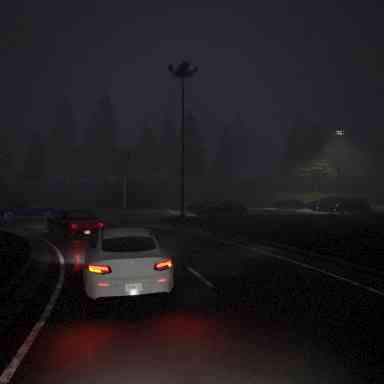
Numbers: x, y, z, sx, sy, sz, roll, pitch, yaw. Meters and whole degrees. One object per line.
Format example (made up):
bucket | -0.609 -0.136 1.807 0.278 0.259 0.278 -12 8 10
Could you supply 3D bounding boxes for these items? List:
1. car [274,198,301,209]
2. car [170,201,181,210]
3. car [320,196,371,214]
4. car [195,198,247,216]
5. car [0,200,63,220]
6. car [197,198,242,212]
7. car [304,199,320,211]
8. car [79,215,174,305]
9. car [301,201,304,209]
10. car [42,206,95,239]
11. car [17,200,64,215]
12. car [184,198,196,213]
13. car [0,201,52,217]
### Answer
car | 13.290 1.564 45.383 4.181 1.385 1.994 0 0 -14
car | -0.259 1.477 42.089 5.008 1.535 1.882 0 0 -14
car | 16.493 1.352 35.355 4.553 1.767 2.097 0 0 -14
car | 3.026 1.525 32.086 4.674 1.442 1.812 0 0 -14
car | -13.499 1.601 28.065 4.718 1.301 1.895 0 0 -14
car | 3.223 1.492 39.334 4.902 1.511 2.128 0 0 -14
car | 15.980 1.353 38.832 4.553 1.767 2.097 0 0 -14
car | -1.664 1.526 8.124 1.812 1.442 4.674 0 0 -16
car | 16.729 1.563 42.616 4.181 1.385 1.994 0 0 -14
car | -6.180 1.601 17.414 1.895 1.301 4.718 0 0 -35
car | -15.692 1.564 34.736 4.181 1.385 1.994 0 0 -14
car | 2.088 1.477 35.456 5.008 1.535 1.882 0 0 -14
car | -15.579 1.564 31.161 4.181 1.385 1.994 0 0 -14
